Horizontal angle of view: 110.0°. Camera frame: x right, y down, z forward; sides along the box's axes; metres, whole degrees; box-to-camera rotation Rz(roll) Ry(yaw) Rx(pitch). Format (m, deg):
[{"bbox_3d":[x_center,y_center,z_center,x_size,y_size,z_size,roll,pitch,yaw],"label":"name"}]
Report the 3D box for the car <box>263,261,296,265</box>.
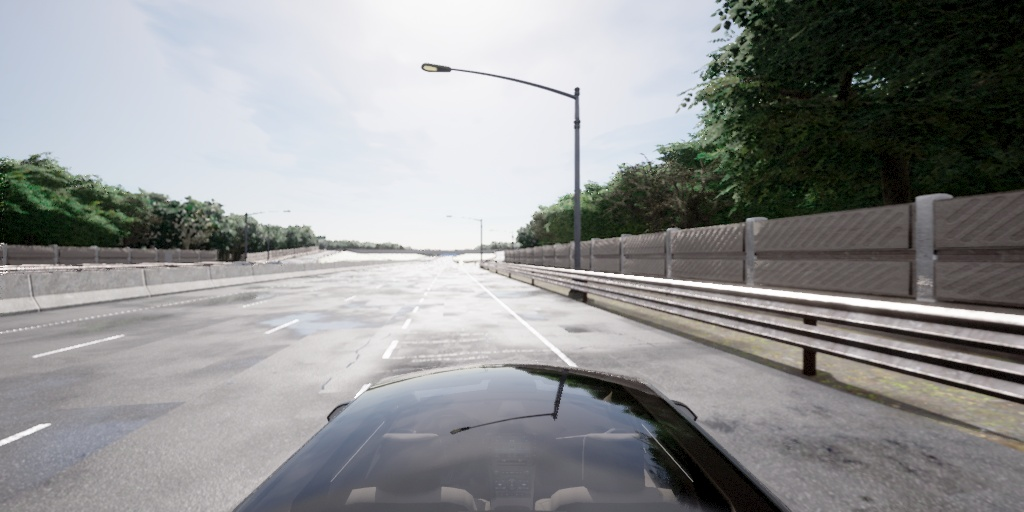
[{"bbox_3d":[-28.711,1.616,44.758,1.895,1.301,4.718,0,0,-10],"label":"car"}]
